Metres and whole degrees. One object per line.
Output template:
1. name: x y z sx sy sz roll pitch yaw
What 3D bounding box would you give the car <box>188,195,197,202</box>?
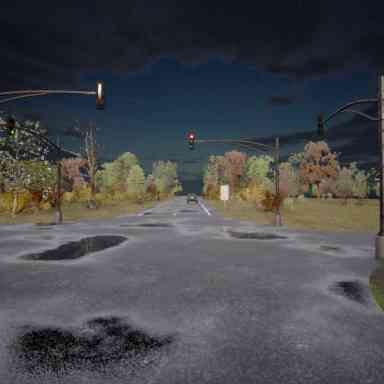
1. car: 0.025 1.465 78.072 2.033 1.411 5.357 0 0 0

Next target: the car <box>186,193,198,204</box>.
1. car: 0.023 1.292 67.681 2.150 2.045 5.566 0 0 0
